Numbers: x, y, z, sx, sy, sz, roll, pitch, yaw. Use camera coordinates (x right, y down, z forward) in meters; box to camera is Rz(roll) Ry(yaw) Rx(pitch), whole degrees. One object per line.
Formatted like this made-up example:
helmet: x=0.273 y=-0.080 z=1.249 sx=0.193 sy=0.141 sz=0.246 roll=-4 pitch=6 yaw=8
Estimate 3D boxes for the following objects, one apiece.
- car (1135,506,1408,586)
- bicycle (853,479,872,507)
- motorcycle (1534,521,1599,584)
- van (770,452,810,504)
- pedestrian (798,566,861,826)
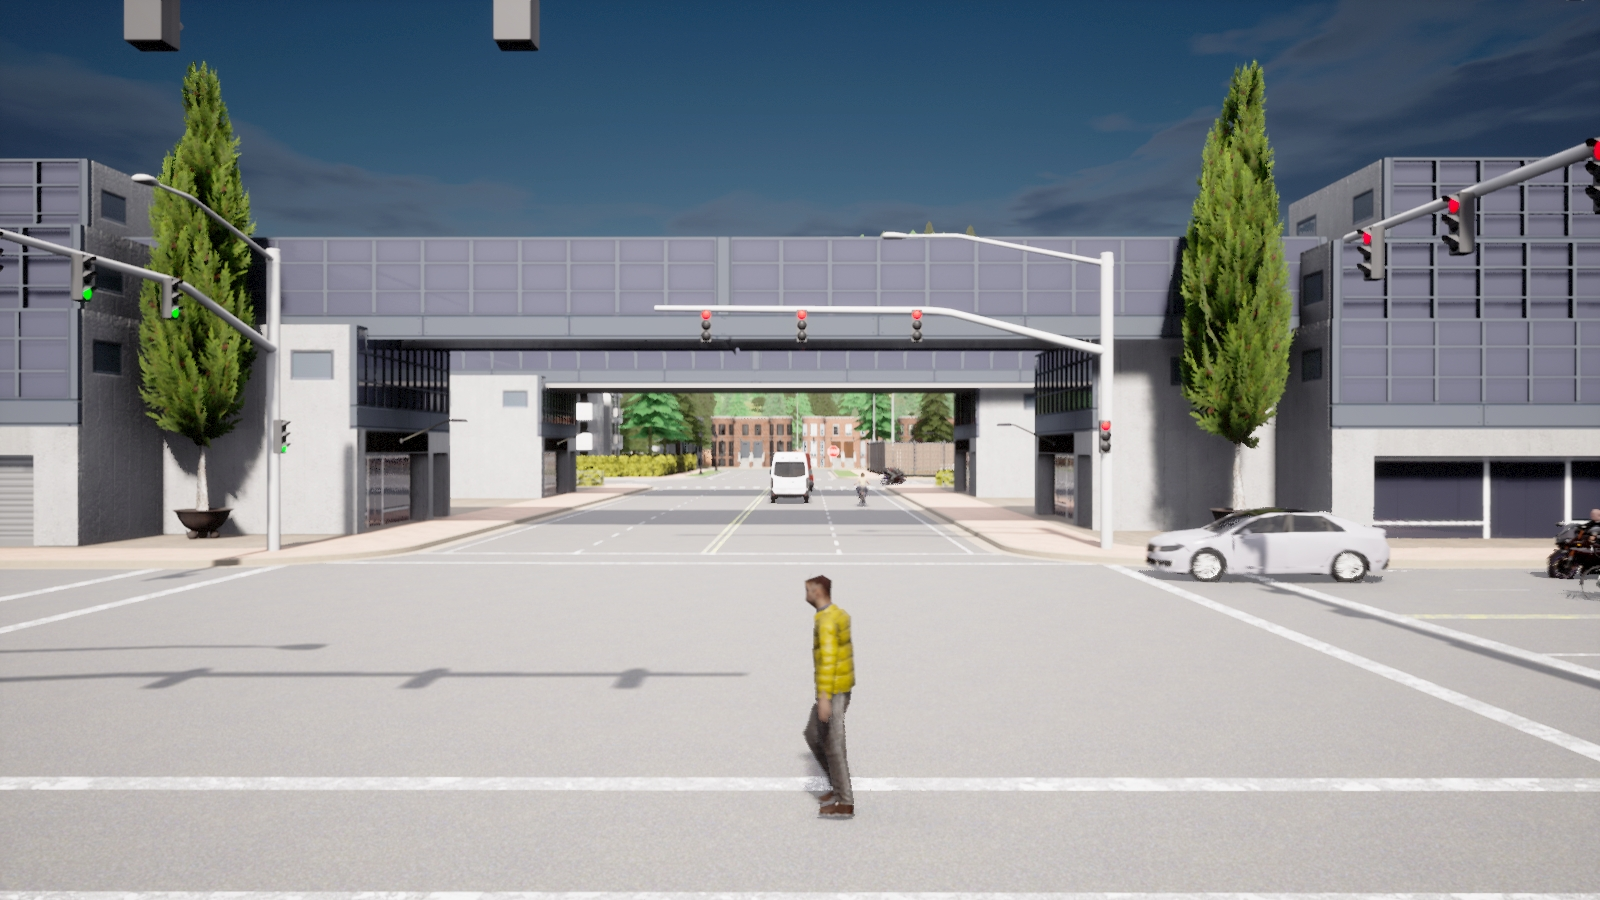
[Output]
car: x=9.910 y=2.009 z=24.363 sx=4.892 sy=1.480 sz=2.231 roll=0 pitch=0 yaw=3
bicycle: x=2.983 y=2.043 z=54.640 sx=0.859 sy=1.276 sz=1.487 roll=0 pitch=0 yaw=0
motorcycle: x=16.921 y=2.152 z=24.183 sx=2.209 sy=1.251 sz=0.867 roll=0 pitch=0 yaw=0
van: x=-0.493 y=1.407 z=60.089 sx=1.988 sy=2.561 sz=5.915 roll=0 pitch=0 yaw=0
pedestrian: x=0.224 y=1.828 z=8.618 sx=0.375 sy=1.860 sz=0.375 roll=0 pitch=0 yaw=20
